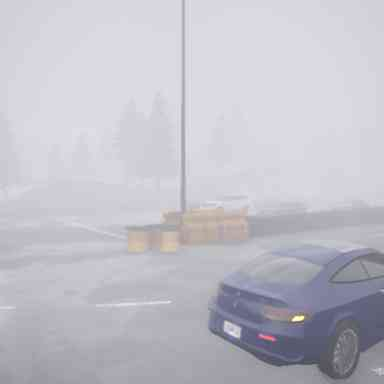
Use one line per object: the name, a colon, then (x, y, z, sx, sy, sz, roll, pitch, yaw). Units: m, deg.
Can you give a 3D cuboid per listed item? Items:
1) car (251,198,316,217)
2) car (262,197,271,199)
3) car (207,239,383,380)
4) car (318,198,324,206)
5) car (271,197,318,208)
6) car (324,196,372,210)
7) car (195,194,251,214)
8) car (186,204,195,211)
car: (7.256, 1.475, 26.230, 4.892, 1.490, 1.837, 0, 0, -35)
car: (9.150, 1.407, 40.388, 5.008, 1.535, 1.882, 0, 0, -35)
car: (2.364, 1.528, 5.447, 4.674, 1.442, 1.812, 0, 0, -36)
car: (17.568, 1.438, 46.294, 4.718, 1.301, 1.895, -1, 0, -35)
car: (11.690, 1.417, 37.895, 4.902, 1.511, 2.128, -1, 0, -35)
car: (15.203, 1.408, 31.808, 5.008, 1.535, 1.882, 0, 0, -35)
car: (3.410, 1.190, 32.082, 5.566, 2.045, 2.150, 0, 0, -35)
car: (1.177, 1.570, 34.791, 4.718, 1.301, 1.895, 0, 0, -35)
